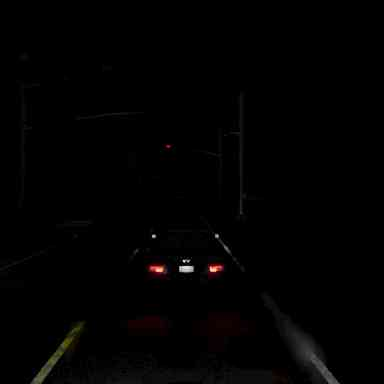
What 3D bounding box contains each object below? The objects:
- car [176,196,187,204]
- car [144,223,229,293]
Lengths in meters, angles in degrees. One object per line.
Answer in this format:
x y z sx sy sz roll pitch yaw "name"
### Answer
-1.980 1.525 63.454 1.812 1.442 4.674 0 0 -2 "car"
-0.175 1.547 8.984 2.033 1.411 5.357 0 0 -1 "car"
